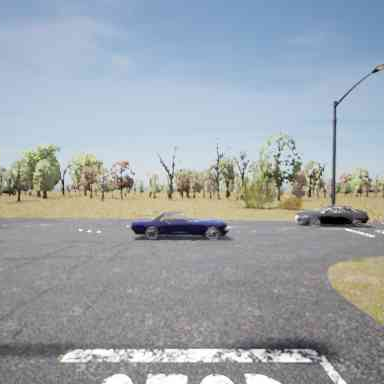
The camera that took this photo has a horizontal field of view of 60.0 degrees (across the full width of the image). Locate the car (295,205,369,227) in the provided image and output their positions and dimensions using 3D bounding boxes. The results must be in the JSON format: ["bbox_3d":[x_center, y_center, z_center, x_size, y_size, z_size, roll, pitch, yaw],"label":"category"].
[{"bbox_3d":[9.841,1.702,23.506,4.902,1.511,2.128,0,1,0],"label":"car"}]

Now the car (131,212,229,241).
[{"bbox_3d":[-0.546,1.647,16.580,4.718,1.301,1.895,0,0,0],"label":"car"}]
